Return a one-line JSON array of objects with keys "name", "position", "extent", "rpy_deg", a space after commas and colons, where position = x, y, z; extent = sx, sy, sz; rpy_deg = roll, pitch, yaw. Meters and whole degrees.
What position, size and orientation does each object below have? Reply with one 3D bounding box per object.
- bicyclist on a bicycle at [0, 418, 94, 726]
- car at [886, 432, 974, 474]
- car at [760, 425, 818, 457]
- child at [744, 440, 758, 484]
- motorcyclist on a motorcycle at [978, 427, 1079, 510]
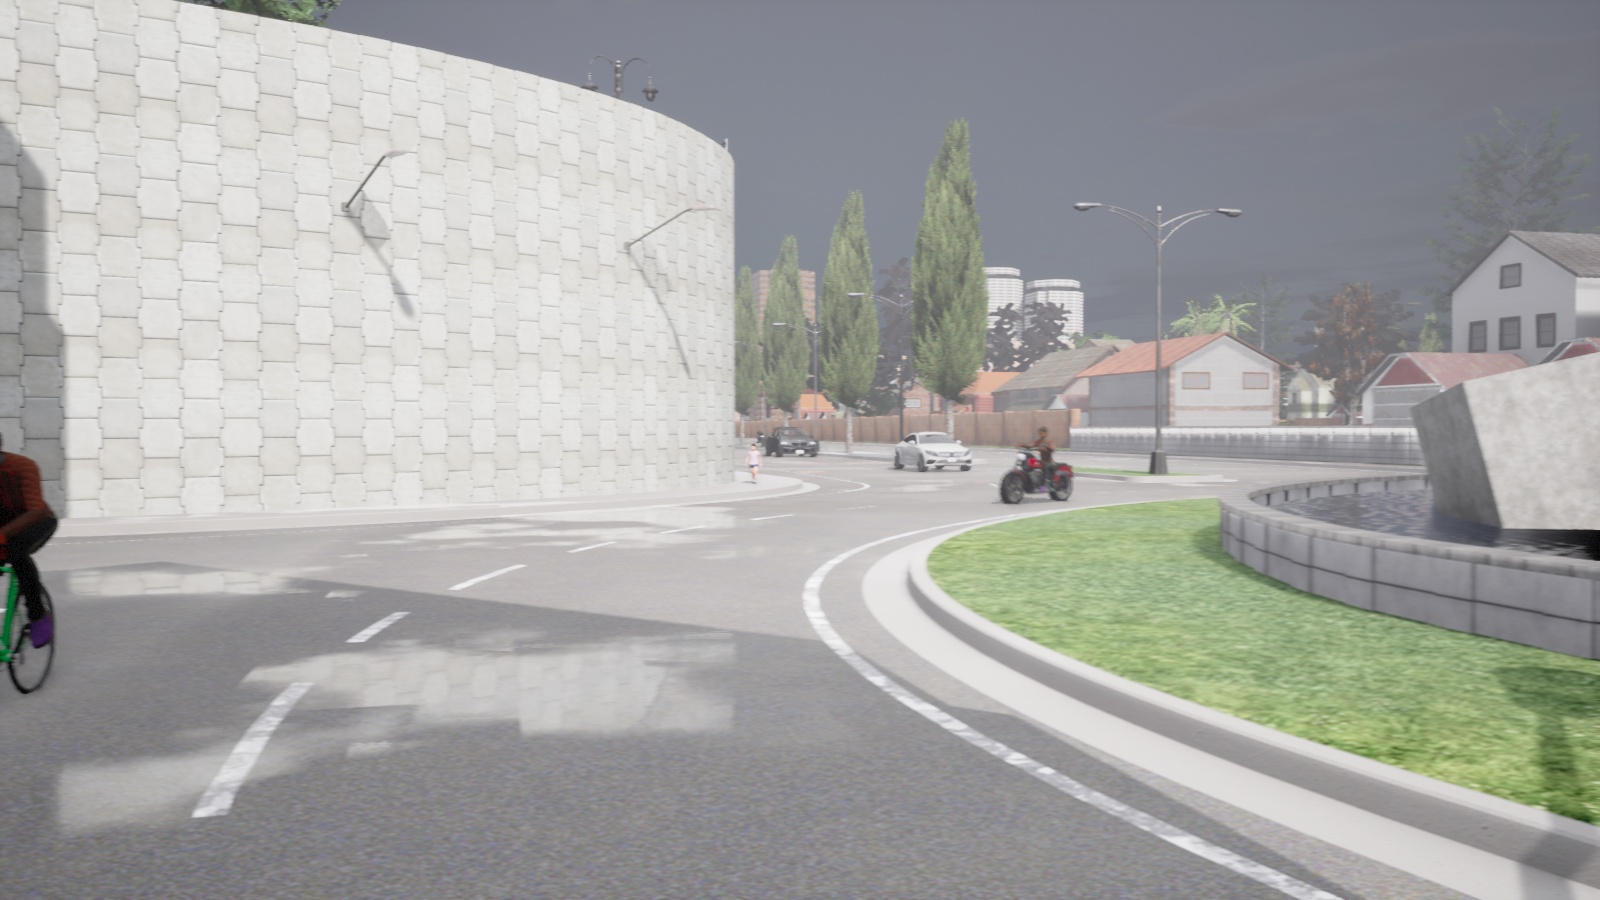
[{"name": "bicyclist on a bicycle", "position": [-4.578, 0.634, 7.035], "extent": [0.582, 1.620, 1.656], "rpy_deg": [0, 0, -11]}, {"name": "car", "position": [4.725, 0.086, 46.240], "extent": [1.812, 1.442, 4.674], "rpy_deg": [0, 1, -13]}, {"name": "car", "position": [-0.639, -0.521, 69.549], "extent": [2.242, 1.667, 4.611], "rpy_deg": [0, 1, -13]}, {"name": "child", "position": [-1.252, 0.304, 32.231], "extent": [0.255, 1.110, 0.394], "rpy_deg": [1, 1, 15]}, {"name": "motorcyclist on a motorcycle", "position": [4.791, 0.353, 26.174], "extent": [2.350, 1.649, 0.766], "rpy_deg": [-1, 2, -42]}]
